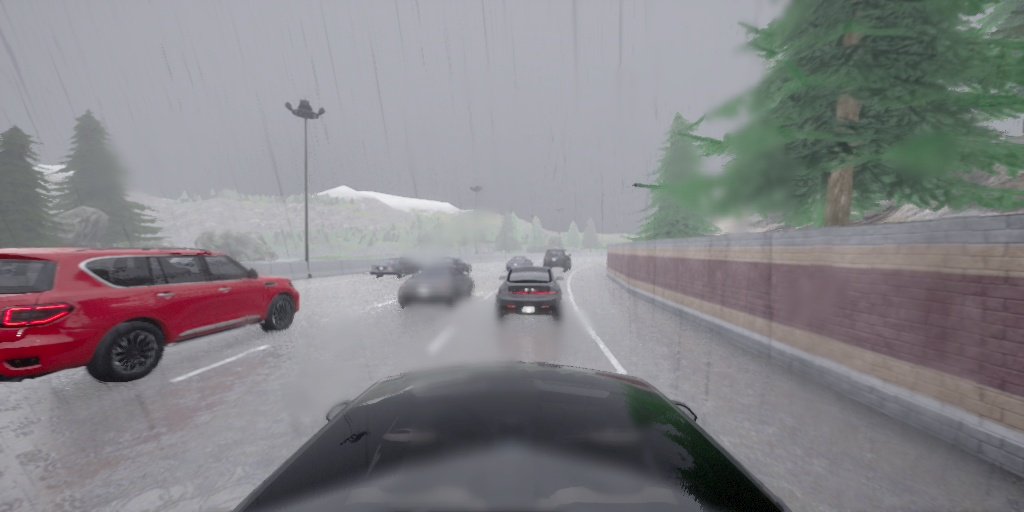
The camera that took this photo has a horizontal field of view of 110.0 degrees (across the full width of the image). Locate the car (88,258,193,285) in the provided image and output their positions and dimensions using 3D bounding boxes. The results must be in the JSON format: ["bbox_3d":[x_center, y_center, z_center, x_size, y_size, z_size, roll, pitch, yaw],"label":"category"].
[{"bbox_3d":[-23.008,0.884,22.453,1.994,1.385,4.181,0,1,8],"label":"car"}]

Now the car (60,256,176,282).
[{"bbox_3d":[-26.297,0.773,24.256,2.128,1.511,4.902,0,1,9],"label":"car"}]

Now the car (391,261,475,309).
[{"bbox_3d":[-2.701,1.082,13.731,1.994,1.385,4.181,0,1,5],"label":"car"}]

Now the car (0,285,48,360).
[{"bbox_3d":[-10.281,1.275,4.812,1.895,1.301,4.718,0,1,1],"label":"car"}]

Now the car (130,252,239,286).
[{"bbox_3d":[-19.568,0.689,21.757,2.097,1.767,4.553,0,1,8],"label":"car"}]

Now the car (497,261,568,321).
[{"bbox_3d":[0.606,1.069,11.547,1.837,1.490,4.892,0,1,4],"label":"car"}]

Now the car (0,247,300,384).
[{"bbox_3d":[-6.713,0.860,7.017,2.150,2.045,5.566,0,1,2],"label":"car"}]

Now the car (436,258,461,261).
[{"bbox_3d":[-4.513,0.824,26.280,2.033,1.411,5.357,0,1,11],"label":"car"}]

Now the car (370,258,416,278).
[{"bbox_3d":[-8.123,0.824,25.963,2.033,1.411,5.357,0,1,10],"label":"car"}]

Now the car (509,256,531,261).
[{"bbox_3d":[0.792,0.705,33.894,1.994,1.385,4.181,0,1,14],"label":"car"}]

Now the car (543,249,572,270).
[{"bbox_3d":[4.315,0.371,33.716,2.150,2.045,5.566,0,1,14],"label":"car"}]
